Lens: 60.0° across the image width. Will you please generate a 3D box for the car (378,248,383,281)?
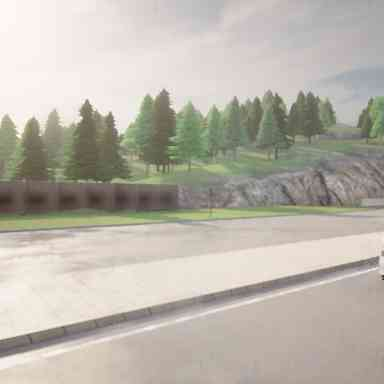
[{"bbox_3d":[6.480,1.575,8.373,4.674,1.442,1.812,0,0,-36],"label":"car"}]
